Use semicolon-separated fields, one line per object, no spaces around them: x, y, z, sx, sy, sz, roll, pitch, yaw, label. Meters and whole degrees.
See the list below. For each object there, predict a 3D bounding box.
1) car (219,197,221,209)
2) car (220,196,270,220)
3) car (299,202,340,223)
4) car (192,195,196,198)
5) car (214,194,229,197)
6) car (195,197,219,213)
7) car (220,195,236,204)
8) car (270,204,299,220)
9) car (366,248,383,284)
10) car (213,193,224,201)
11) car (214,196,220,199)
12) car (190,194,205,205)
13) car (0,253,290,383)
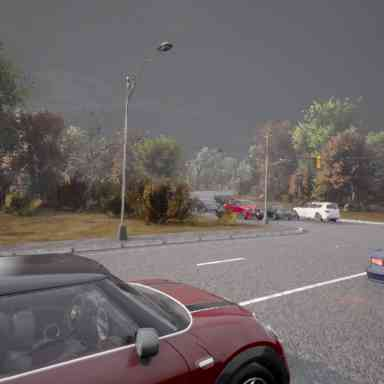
5.923;1.992;44.395;2.097;1.767;4.553;3;0;-19;car
5.516;1.808;35.639;2.150;2.045;5.566;3;-1;-22;car
13.233;2.132;35.855;2.150;2.045;5.566;3;-1;-25;car
-0.853;1.371;54.951;2.150;2.045;5.566;2;2;-13;car
5.493;1.546;59.465;2.150;2.045;5.566;2;2;-12;car
2.026;1.960;44.901;1.837;1.490;4.892;3;0;-18;car
7.377;1.536;69.338;2.128;1.511;4.902;2;2;-7;car
9.017;2.095;36.422;2.097;1.767;4.553;3;-1;-23;car
6.518;1.662;8.424;5.357;1.411;2.033;2;-1;-36;car
6.307;1.130;79.553;2.128;1.511;4.902;2;2;-1;car
3.084;1.938;53.753;1.994;1.385;4.181;2;1;-15;car
0.989;1.315;63.614;2.097;1.767;4.553;2;2;-10;car
-1.234;1.354;2.866;4.553;1.767;2.097;0;0;-36;car
